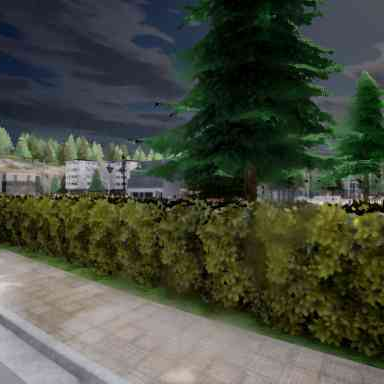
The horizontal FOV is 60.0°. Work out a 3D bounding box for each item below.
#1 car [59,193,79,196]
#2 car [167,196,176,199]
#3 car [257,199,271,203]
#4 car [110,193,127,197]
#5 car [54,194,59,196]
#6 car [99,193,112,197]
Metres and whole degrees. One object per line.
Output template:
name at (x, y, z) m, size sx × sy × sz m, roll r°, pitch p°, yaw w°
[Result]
car at (-28.369, 1.153, 79.486) m, size 2.152 × 1.636 × 5.027 m, roll 0°, pitch 0°, yaw 43°
car at (-3.306, 1.374, 56.091) m, size 1.845 × 1.501 × 3.633 m, roll 0°, pitch 0°, yaw 43°
car at (9.635, 1.352, 44.226) m, size 2.097 × 1.767 × 4.553 m, roll 0°, pitch 0°, yaw 43°
car at (-10.575, 1.384, 52.759) m, size 1.970 × 1.475 × 3.806 m, roll 0°, pitch 0°, yaw 43°
car at (-33.247, 1.232, 83.668) m, size 1.970 × 1.475 × 3.806 m, roll 0°, pitch 0°, yaw 43°
car at (-16.694, 1.097, 68.980) m, size 1.932 × 1.855 × 4.605 m, roll 0°, pitch 0°, yaw 43°
